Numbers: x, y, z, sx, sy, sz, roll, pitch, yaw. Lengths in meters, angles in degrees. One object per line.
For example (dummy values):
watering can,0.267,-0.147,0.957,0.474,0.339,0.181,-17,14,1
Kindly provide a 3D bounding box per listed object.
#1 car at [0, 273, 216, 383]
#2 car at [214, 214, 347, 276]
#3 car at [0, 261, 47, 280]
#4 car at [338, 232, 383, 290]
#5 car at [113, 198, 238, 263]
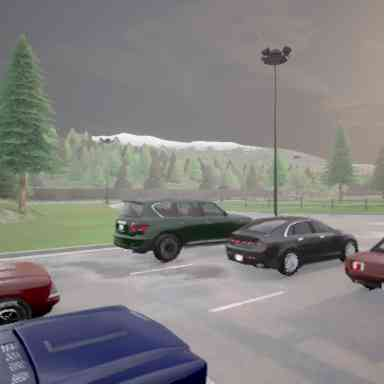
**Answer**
car,-2.119,1.601,2.235,4.718,1.301,1.895,0,0,-35
car,3.243,1.506,10.365,4.892,1.490,1.837,0,0,-35
car,-4.520,1.601,4.824,4.718,1.301,1.895,0,0,-35
car,5.718,1.601,7.825,4.718,1.301,1.895,0,0,-35
car,-0.092,1.223,12.299,5.566,2.045,2.150,0,0,-35
